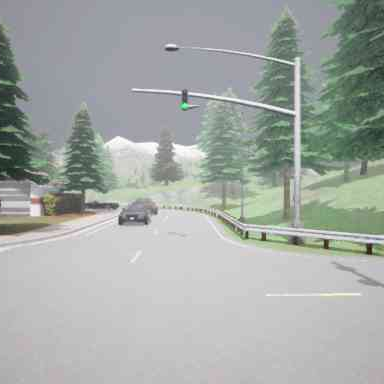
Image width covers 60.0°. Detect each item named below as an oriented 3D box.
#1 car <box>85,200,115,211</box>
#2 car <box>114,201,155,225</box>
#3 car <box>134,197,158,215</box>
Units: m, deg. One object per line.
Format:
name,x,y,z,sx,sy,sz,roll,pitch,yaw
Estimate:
car,-11.477,1.604,41.471,4.718,1.301,1.895,0,0,14
car,-4.036,1.561,23.956,1.994,1.385,4.181,0,0,-2
car,-4.889,1.348,33.745,2.097,1.767,4.553,0,0,-19
